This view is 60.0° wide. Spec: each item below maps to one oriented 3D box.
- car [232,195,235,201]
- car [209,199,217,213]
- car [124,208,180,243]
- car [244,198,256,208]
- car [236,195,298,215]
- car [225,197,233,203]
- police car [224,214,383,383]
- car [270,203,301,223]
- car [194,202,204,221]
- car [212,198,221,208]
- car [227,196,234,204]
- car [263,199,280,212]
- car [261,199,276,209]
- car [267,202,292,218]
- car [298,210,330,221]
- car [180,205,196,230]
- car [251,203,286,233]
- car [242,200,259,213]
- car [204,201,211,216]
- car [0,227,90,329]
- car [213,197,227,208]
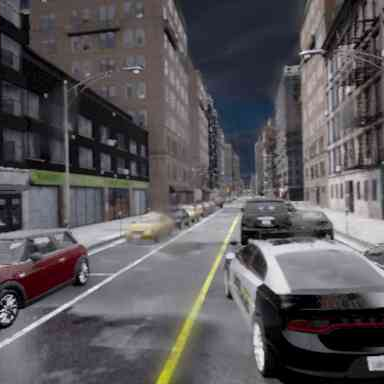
[{"bbox_3d":[9.396,2.143,86.696,1.887,1.381,4.507,-2,-1,9],"label":"car"},{"bbox_3d":[1.449,1.906,39.201,2.008,1.369,4.403,-2,-1,9],"label":"car"},{"bbox_3d":[-2.153,1.759,17.680,1.752,1.417,4.829,-2,-1,9],"label":"car"},{"bbox_3d":[9.663,1.827,55.659,1.812,1.442,4.674,-2,-1,9],"label":"car"},{"bbox_3d":[3.450,1.293,15.664,2.150,2.045,5.566,-2,-1,12],"label":"car"},{"bbox_3d":[10.268,2.149,91.907,1.752,1.417,4.829,-2,-1,9],"label":"car"},{"bbox_3d":[1.692,1.441,5.731,1.930,1.638,5.238,-1,-1,-2],"label":"police car"},{"bbox_3d":[7.574,1.648,27.192,1.947,1.339,4.313,-2,-1,9],"label":"car"},{"bbox_3d":[-0.366,1.821,28.356,1.752,1.417,4.829,-2,-1,9],"label":"car"},{"bbox_3d":[2.343,1.934,44.539,2.008,1.369,4.403,-2,-1,9],"label":"car"},{"bbox_3d":[8.496,2.123,81.316,2.008,1.369,4.403,-2,-1,9],"label":"car"},{"bbox_3d":[10.281,1.695,43.376,1.752,1.417,4.829,-2,-1,9],"label":"car"},{"bbox_3d":[11.147,1.778,48.546,1.802,1.307,4.206,-2,-1,9],"label":"car"},{"bbox_3d":[8.467,1.678,32.530,1.947,1.339,4.313,-2,-1,9],"label":"car"},{"bbox_3d":[5.786,1.571,16.515,2.008,1.369,4.403,-2,-1,9],"label":"car"},{"bbox_3d":[-1.231,1.831,23.185,1.947,1.339,4.313,-2,-1,9],"label":"car"},{"bbox_3d":[4.774,1.574,21.453,1.882,1.535,5.008,-2,-1,9],"label":"car"},{"bbox_3d":[7.419,1.779,42.165,2.033,1.411,5.357,-2,-1,10],"label":"car"},{"bbox_3d":[0.556,1.909,33.862,1.802,1.307,4.206,-2,-1,9],"label":"car"},{"bbox_3d":[-3.914,1.613,7.172,1.967,1.590,4.097,-2,-1,9],"label":"car"},{"bbox_3d":[4.123,1.753,55.218,2.192,1.841,5.009,-2,-1,9],"label":"car"}]
